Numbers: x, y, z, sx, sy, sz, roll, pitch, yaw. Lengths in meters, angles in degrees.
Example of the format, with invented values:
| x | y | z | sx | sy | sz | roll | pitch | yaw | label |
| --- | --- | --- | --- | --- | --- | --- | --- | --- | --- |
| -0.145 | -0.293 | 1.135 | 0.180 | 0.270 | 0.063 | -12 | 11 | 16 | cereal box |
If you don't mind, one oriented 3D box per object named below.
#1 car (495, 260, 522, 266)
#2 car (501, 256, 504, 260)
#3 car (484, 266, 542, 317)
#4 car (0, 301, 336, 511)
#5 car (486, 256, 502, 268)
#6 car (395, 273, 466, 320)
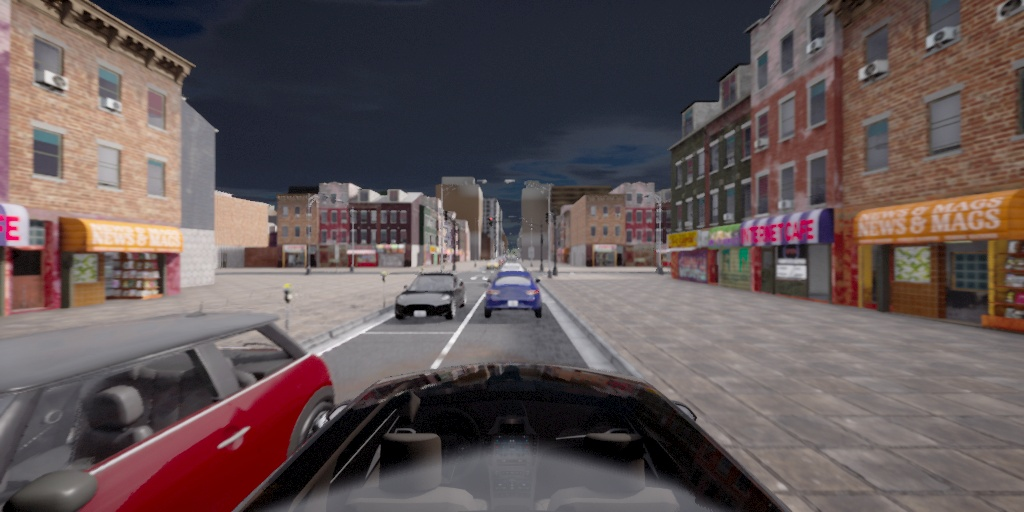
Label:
| x | y | z | sx | sy | sz | roll | pitch | yaw | label |
| --- | --- | --- | --- | --- | --- | --- | --- | --- | --- |
| -0.001 | 1.187 | 24.302 | 1.812 | 1.442 | 4.674 | 0 | 0 | 0 | car |
| -2.682 | 1.121 | 55.865 | 1.888 | 1.381 | 4.507 | 0 | 0 | 0 | car |
| 0.056 | 1.230 | 12.755 | 1.812 | 1.442 | 4.674 | 0 | 0 | 1 | car |
| -2.638 | 1.190 | 1.731 | 1.967 | 1.591 | 4.097 | 0 | 0 | 0 | car |
| -2.677 | 1.113 | 50.090 | 1.751 | 1.417 | 4.829 | 0 | 0 | 0 | car |
| -2.647 | 1.270 | 12.492 | 1.948 | 1.339 | 4.313 | 0 | 0 | 0 | car |
